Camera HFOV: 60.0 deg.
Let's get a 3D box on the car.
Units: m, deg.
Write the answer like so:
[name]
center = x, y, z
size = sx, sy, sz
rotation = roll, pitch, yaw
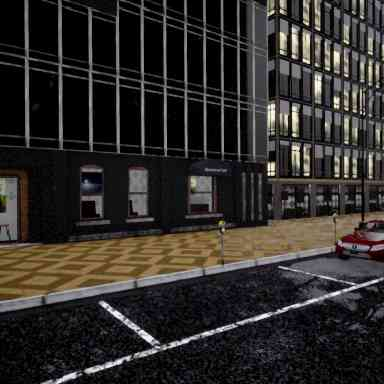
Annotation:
[car]
center = 6.595, 1.580, 11.242
size = 4.206, 1.307, 1.802
rotation = 0, 0, -35
